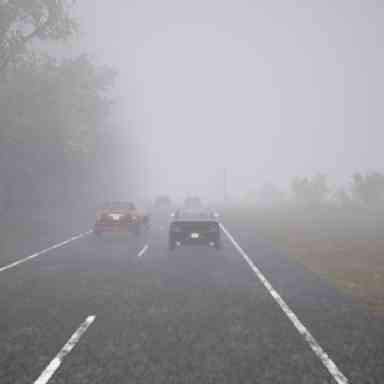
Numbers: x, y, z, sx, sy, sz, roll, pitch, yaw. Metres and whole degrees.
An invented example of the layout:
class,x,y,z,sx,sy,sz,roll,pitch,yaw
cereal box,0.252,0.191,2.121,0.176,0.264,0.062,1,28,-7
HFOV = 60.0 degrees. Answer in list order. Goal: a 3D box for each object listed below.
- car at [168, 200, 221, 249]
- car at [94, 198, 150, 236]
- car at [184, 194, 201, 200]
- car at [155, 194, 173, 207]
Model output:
class,x,y,z,sx,sy,sz,roll,pitch,yaw
car,0.101,1.315,13.823,1.882,1.535,5.008,0,0,0
car,-3.398,1.151,17.001,2.097,1.767,4.553,0,1,0
car,0.103,1.016,39.830,2.128,1.511,4.902,0,1,0
car,-3.396,1.020,40.624,1.837,1.490,4.892,0,1,0
